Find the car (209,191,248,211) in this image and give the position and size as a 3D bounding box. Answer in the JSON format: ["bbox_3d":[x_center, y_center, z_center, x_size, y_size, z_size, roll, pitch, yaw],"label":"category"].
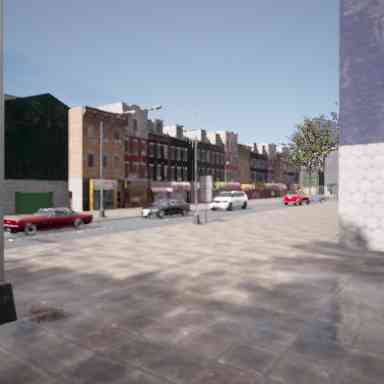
[{"bbox_3d":[4.051,0.928,35.750,2.150,2.045,5.566,0,1,35],"label":"car"}]

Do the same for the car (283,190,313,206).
[{"bbox_3d":[14.071,0.778,44.730,2.150,2.045,5.566,0,1,35],"label":"car"}]

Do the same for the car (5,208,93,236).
[{"bbox_3d":[-8.060,1.578,18.780,1.895,1.301,4.718,0,1,35],"label":"car"}]

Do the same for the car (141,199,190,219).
[{"bbox_3d":[-2.092,1.330,27.143,2.128,1.511,4.902,0,1,36],"label":"car"}]

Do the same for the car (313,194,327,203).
[{"bbox_3d":[20.049,0.991,53.114,2.033,1.411,5.357,0,1,35],"label":"car"}]
